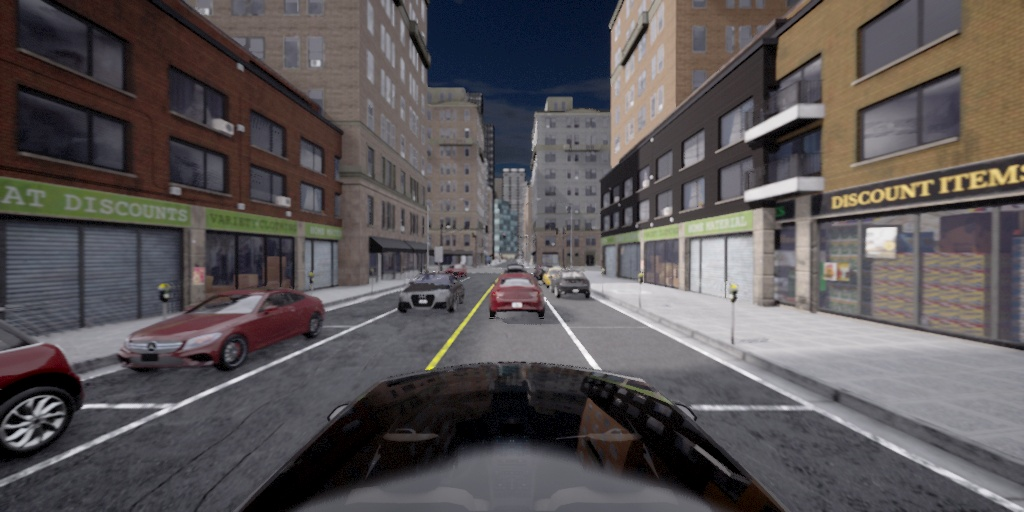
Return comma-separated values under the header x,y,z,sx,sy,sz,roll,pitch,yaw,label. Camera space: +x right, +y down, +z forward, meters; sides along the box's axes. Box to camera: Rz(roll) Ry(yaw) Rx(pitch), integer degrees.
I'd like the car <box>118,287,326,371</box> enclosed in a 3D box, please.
x,y,z,sx,sy,sz,roll,pitch,yaw,label
-5.639,1.358,7.691,1.802,1.307,4.207,0,0,0,car

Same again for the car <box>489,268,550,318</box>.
x,y,z,sx,sy,sz,roll,pitch,yaw,label
0.164,1.330,13.114,1.812,1.442,4.674,0,0,0,car

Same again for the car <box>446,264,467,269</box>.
x,y,z,sx,sy,sz,roll,pitch,yaw,label
-5.466,1.446,35.619,1.888,1.381,4.507,0,0,0,car

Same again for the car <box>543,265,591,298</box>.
x,y,z,sx,sy,sz,roll,pitch,yaw,label
2.971,1.382,18.810,2.007,1.370,4.403,0,0,0,car

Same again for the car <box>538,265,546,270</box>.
x,y,z,sx,sy,sz,roll,pitch,yaw,label
3.009,1.381,24.566,1.751,1.417,4.829,0,0,0,car

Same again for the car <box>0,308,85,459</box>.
x,y,z,sx,sy,sz,roll,pitch,yaw,label
-5.674,1.189,2.105,1.967,1.591,4.097,0,0,0,car

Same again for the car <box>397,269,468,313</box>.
x,y,z,sx,sy,sz,roll,pitch,yaw,label
-3.026,1.372,14.206,1.994,1.385,4.181,0,0,0,car

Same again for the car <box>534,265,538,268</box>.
x,y,z,sx,sy,sz,roll,pitch,yaw,label
3.043,1.446,29.982,1.948,1.339,4.313,0,0,0,car

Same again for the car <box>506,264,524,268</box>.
x,y,z,sx,sy,sz,roll,pitch,yaw,label
0.261,1.379,28.827,1.837,1.490,4.892,0,0,0,car
